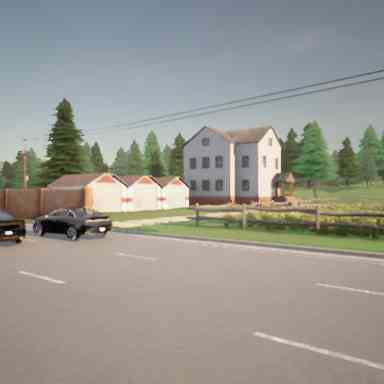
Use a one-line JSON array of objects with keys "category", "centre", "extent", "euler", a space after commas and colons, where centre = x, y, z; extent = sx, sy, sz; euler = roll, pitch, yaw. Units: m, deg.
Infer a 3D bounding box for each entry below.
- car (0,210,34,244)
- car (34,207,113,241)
[{"category": "car", "centre": [-9.498, 1.533, 15.054], "extent": [5.008, 1.535, 1.882], "euler": [0, 0, 36]}, {"category": "car", "centre": [-6.170, 1.542, 16.975], "extent": [4.902, 1.511, 2.128], "euler": [0, 0, 36]}]
